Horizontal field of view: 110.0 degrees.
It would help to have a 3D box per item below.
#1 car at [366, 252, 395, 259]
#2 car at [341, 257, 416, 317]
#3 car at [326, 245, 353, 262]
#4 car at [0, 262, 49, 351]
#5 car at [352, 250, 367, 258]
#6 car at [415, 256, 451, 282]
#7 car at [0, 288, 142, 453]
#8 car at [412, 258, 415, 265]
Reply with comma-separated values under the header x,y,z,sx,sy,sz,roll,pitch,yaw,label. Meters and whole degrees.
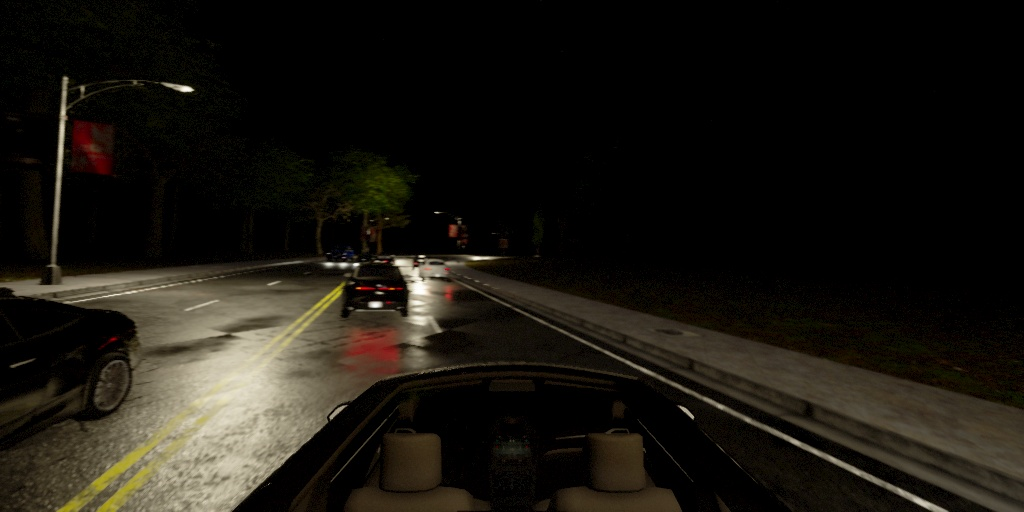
x,y,z,sx,sy,sz,roll,pitch,yaw,label
-10.407,0.599,29.390,2.128,1.511,4.902,3,0,-18,car
-4.383,0.989,11.759,1.837,1.490,4.892,3,0,-19,car
-21.292,-0.282,44.815,2.150,2.045,5.566,3,0,-11,car
-8.709,0.850,3.794,2.033,1.411,5.357,3,0,-19,car
-17.862,0.224,44.238,1.994,1.385,4.181,3,0,-11,car
-5.282,0.913,24.181,1.812,1.442,4.674,3,0,-19,car
-4.801,1.030,2.438,1.812,1.442,4.674,3,0,-19,car
-9.000,0.690,35.715,2.033,1.411,5.357,3,0,-16,car
